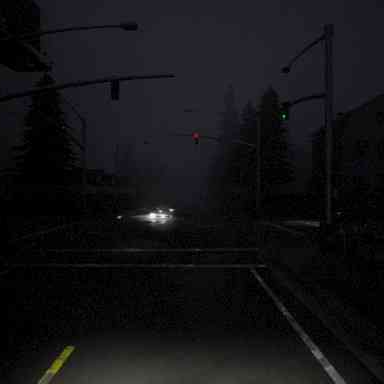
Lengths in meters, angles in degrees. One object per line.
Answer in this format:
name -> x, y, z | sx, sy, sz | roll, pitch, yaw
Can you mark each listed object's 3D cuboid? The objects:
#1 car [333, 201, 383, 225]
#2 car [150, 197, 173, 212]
car -> 11.298, 1.334, 21.707 | 4.674, 1.442, 1.812 | 0, 0, 0
car -> -3.627, 1.491, 38.102 | 2.128, 1.511, 4.902 | 0, 0, 0
